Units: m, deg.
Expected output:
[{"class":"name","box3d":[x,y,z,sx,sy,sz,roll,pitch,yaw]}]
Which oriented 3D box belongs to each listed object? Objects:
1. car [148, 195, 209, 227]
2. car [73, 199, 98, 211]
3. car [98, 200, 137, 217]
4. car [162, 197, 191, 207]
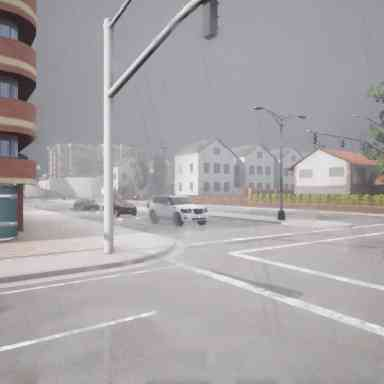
[{"class":"car","box3d":[-1.094,1.221,23.488,2.150,2.045,5.566,0,0,-35]},{"class":"car","box3d":[-13.047,1.547,40.786,2.033,1.411,5.357,0,0,-35]},{"class":"car","box3d":[-7.002,1.476,32.027,1.882,1.535,5.008,0,0,-34]},{"class":"car","box3d":[-2.580,1.547,52.350,2.033,1.411,5.357,0,0,-35]}]
